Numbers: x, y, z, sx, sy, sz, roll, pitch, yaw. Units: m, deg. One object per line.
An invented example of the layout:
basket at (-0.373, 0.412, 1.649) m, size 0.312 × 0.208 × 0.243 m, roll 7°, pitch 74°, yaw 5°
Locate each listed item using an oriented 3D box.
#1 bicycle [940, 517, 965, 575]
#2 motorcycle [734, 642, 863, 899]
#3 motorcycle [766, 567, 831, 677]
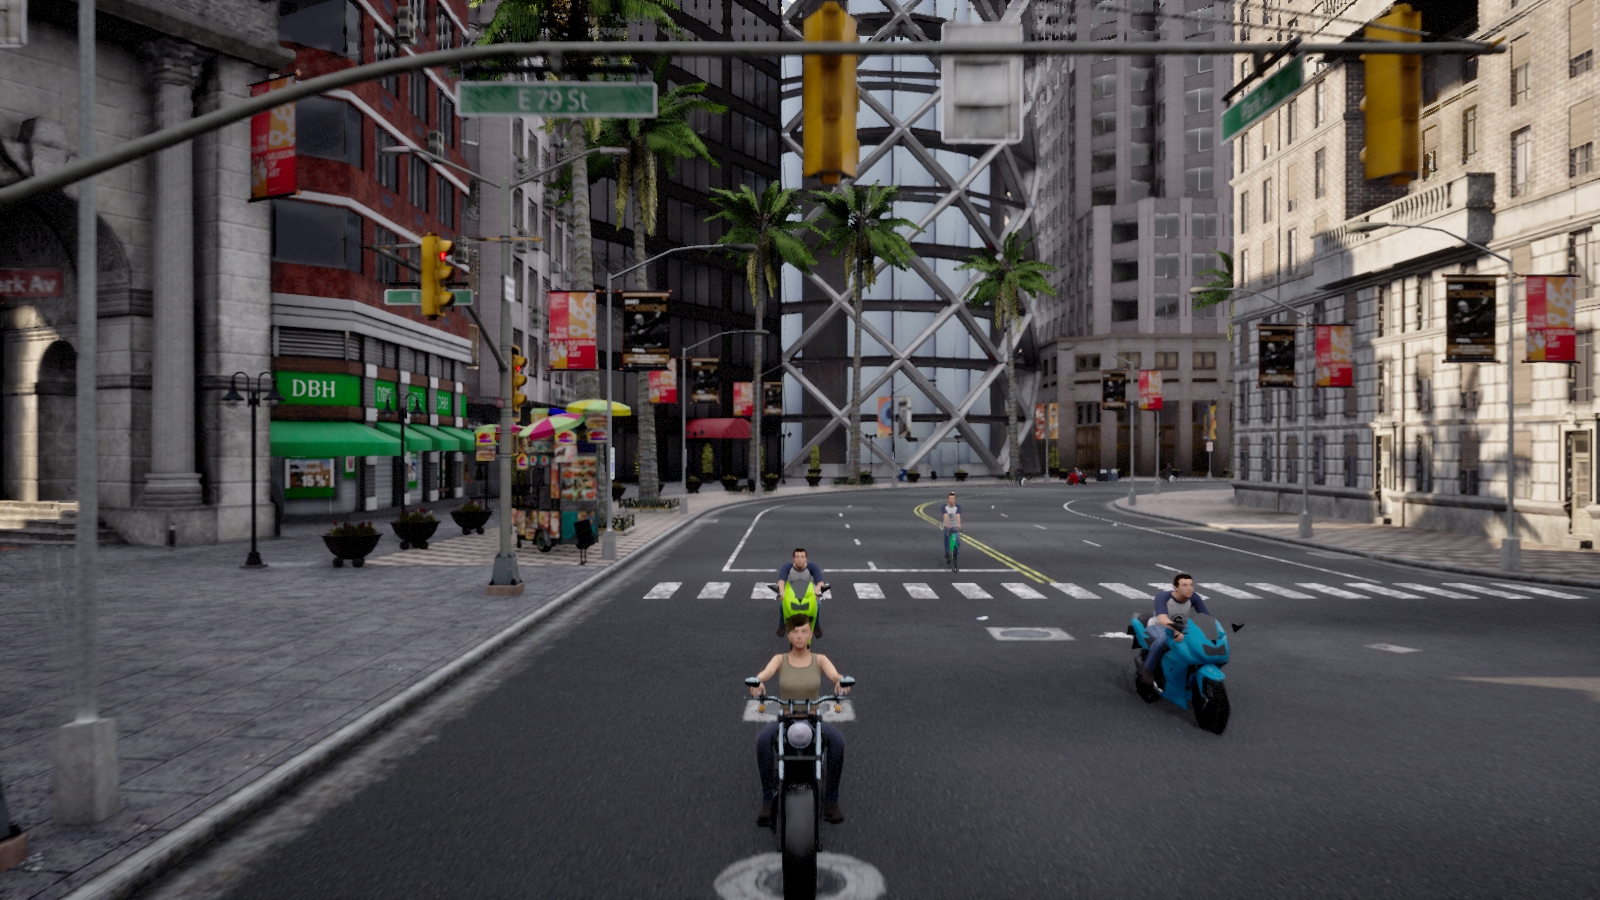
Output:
bicycle at (3.516, 2.206, 26.429) m, size 0.373 × 1.196 × 1.643 m, roll 0°, pitch 0°, yaw 0°
motorcycle at (-0.010, 2.170, 7.935) m, size 0.764 × 1.277 × 2.356 m, roll 0°, pitch 0°, yaw 0°
motorcycle at (-0.020, 2.213, 15.040) m, size 0.803 × 1.145 × 2.033 m, roll 0°, pitch 0°, yaw 0°
